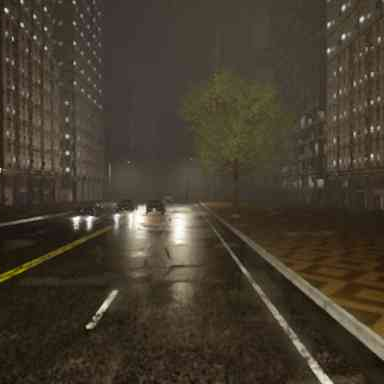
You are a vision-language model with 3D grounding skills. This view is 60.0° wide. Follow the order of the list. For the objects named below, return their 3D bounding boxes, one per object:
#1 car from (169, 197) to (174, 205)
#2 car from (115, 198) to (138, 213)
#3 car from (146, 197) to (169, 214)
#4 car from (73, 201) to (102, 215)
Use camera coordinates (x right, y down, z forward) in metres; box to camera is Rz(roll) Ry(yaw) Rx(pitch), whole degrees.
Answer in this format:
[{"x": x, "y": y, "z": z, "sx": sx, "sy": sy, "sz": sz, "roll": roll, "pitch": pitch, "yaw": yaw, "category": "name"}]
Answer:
[{"x": -4.062, "y": 1.504, "z": 55.891, "sx": 2.033, "sy": 1.411, "sz": 5.357, "roll": 0, "pitch": 0, "yaw": -1, "category": "car"}, {"x": -7.146, "y": 1.497, "z": 36.595, "sx": 1.837, "sy": 1.490, "sz": 4.892, "roll": 0, "pitch": 0, "yaw": -1, "category": "car"}, {"x": -3.712, "y": 1.483, "z": 34.736, "sx": 1.837, "sy": 1.490, "sz": 4.892, "roll": 0, "pitch": 0, "yaw": -1, "category": "car"}, {"x": -10.362, "y": 1.571, "z": 33.225, "sx": 1.994, "sy": 1.385, "sz": 4.181, "roll": 0, "pitch": 0, "yaw": -1, "category": "car"}]
